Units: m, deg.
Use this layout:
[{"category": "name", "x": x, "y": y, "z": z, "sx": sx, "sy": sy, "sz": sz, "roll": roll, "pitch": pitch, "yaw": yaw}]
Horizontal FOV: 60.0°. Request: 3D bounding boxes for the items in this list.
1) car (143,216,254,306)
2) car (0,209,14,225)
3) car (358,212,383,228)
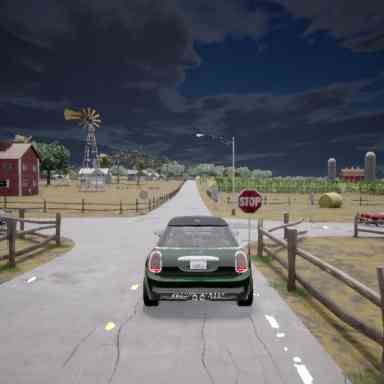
[{"category": "car", "x": 0.121, "y": 1.347, "z": 8.160, "sx": 2.097, "sy": 1.767, "sz": 4.553, "roll": 0, "pitch": 0, "yaw": 0}, {"category": "car", "x": -13.593, "y": 1.370, "z": 20.555, "sx": 4.892, "sy": 1.490, "sz": 1.837, "roll": 0, "pitch": 2, "yaw": 3}, {"category": "car", "x": 14.388, "y": 1.800, "z": 23.464, "sx": 4.718, "sy": 1.301, "sz": 1.895, "roll": 1, "pitch": 2, "yaw": 0}]
